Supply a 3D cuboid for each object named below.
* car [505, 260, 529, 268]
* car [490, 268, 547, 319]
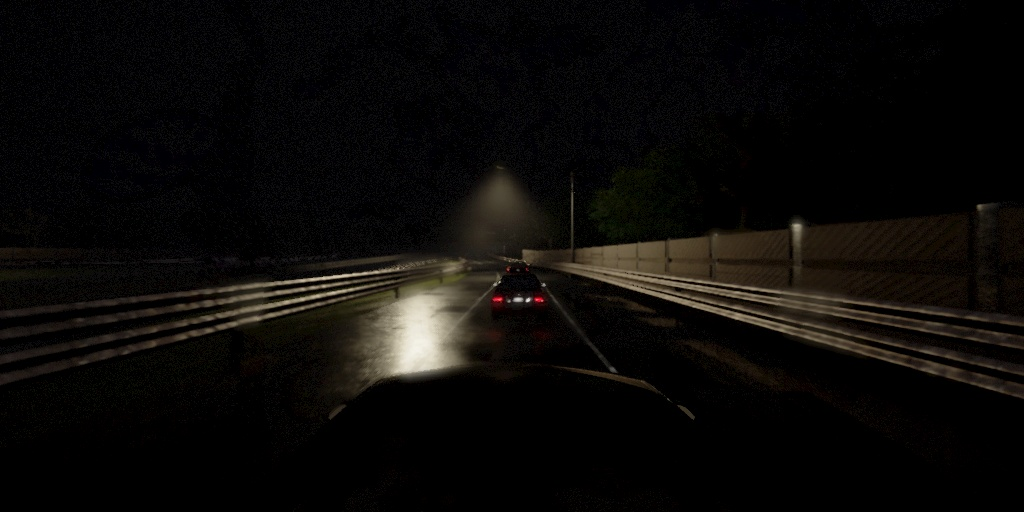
[{"bbox_3d":[0.464,1.215,32.077,2.097,1.767,4.553,0,0,0],"label":"car"},{"bbox_3d":[0.258,1.341,13.032,2.033,1.411,5.357,0,0,1],"label":"car"}]
